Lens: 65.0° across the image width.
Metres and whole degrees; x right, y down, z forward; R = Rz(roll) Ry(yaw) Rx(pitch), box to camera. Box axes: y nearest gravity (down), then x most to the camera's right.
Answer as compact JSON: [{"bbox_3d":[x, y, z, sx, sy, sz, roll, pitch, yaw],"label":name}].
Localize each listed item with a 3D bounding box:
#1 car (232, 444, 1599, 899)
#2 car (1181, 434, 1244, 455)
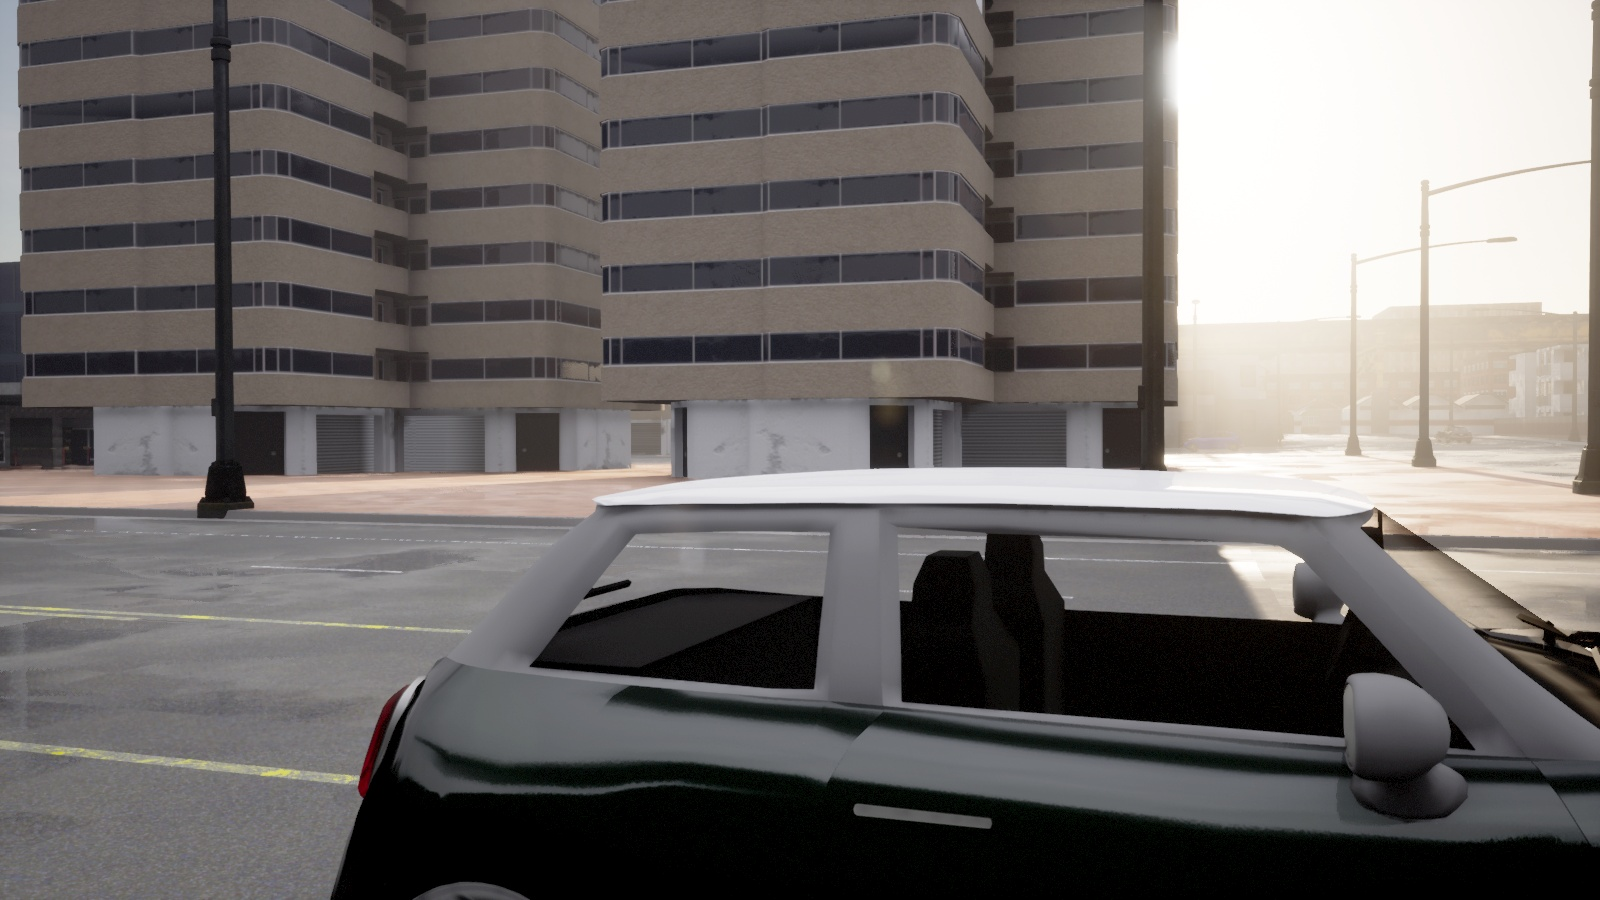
[{"bbox_3d":[0.941,0.748,2.926,3.806,1.475,1.970,1,1,19],"label":"car"},{"bbox_3d":[29.360,-0.371,89.547,4.193,1.474,1.816,0,1,17],"label":"car"}]
